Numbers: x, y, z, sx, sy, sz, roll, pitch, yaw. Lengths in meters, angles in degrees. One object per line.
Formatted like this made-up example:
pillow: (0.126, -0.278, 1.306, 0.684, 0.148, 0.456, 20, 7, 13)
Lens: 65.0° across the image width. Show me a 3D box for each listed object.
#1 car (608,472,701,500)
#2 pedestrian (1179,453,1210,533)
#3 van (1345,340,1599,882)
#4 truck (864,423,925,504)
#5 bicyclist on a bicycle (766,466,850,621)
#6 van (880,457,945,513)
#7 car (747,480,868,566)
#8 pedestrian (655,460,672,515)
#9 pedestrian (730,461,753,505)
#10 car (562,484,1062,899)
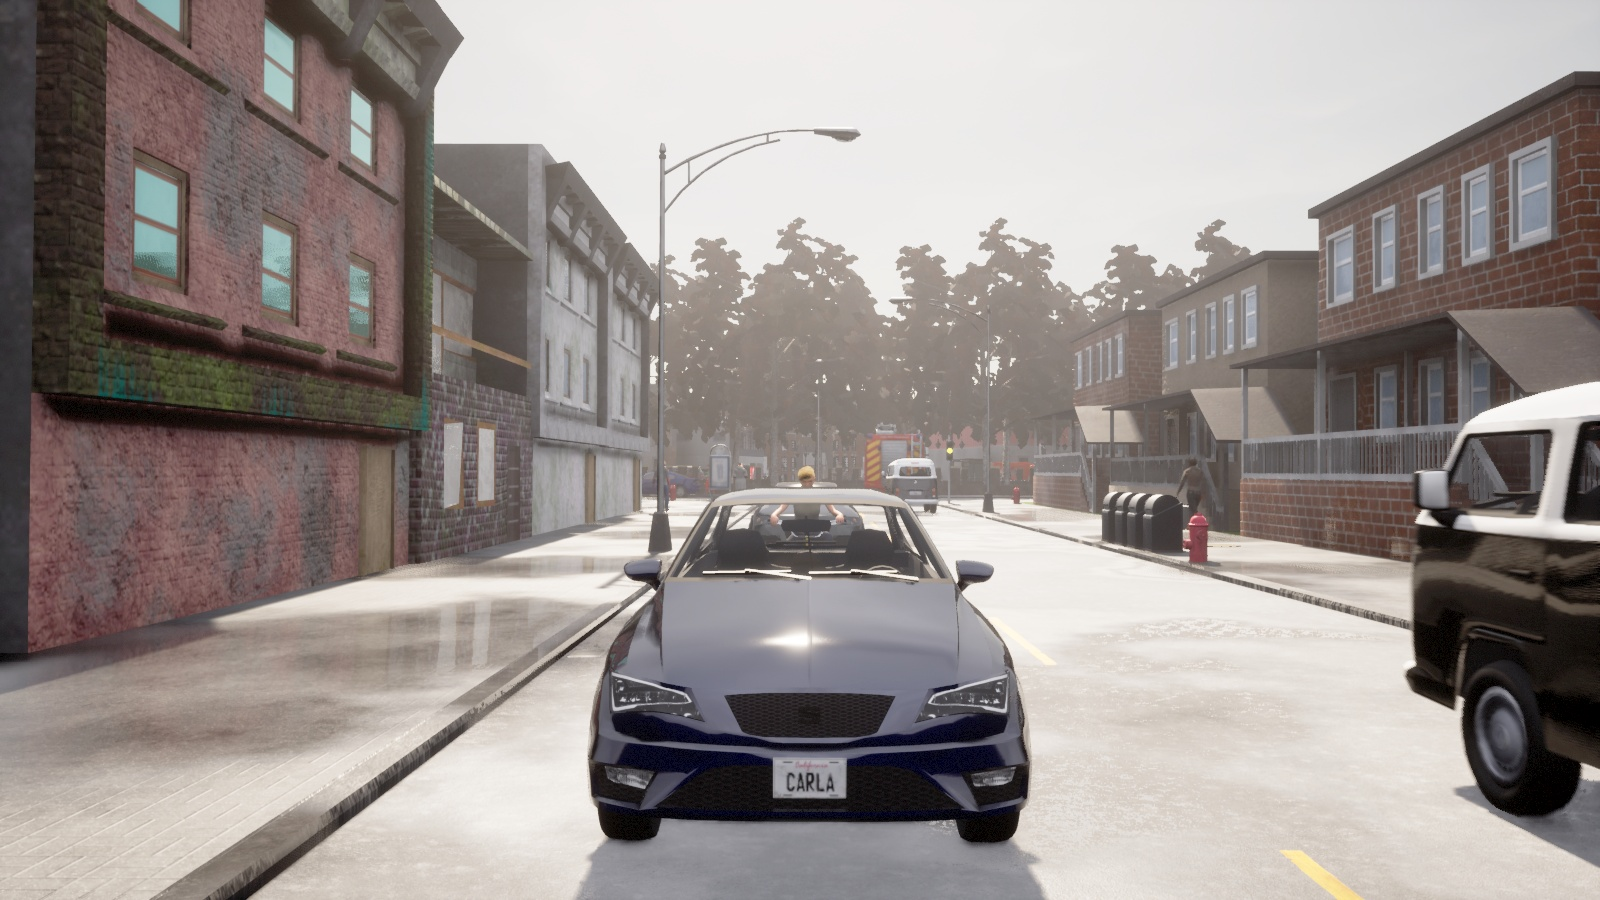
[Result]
car: (-8.236, 2.022, 71.430, 5.008, 1.535, 1.882, 0, -1, 2)
pedestrian: (9.035, 0.971, 28.804, 0.328, 1.805, 0.869, 0, -1, -7)
van: (4.038, 0.600, 4.669, 2.069, 2.038, 4.480, 0, -1, 0)
truck: (4.900, 0.704, 64.078, 2.891, 3.827, 8.468, 0, -1, 5)
bicyclist on a bicycle: (0.084, 0.983, 13.839, 0.866, 1.612, 1.509, 0, -1, 0)
van: (4.246, 1.326, 48.081, 2.069, 2.038, 4.480, 0, -1, 0)
car: (0.126, 1.261, 22.824, 1.994, 1.385, 4.181, 0, -1, 0)
pedestrian: (-4.590, 1.250, 42.198, 0.354, 1.836, 0.706, 0, -1, 10)
pedestrian: (-2.636, 1.478, 56.317, 0.659, 1.952, 0.873, -1, -1, 28)
car: (0.049, 0.940, 6.673, 1.816, 1.474, 4.193, 0, -1, 0)
